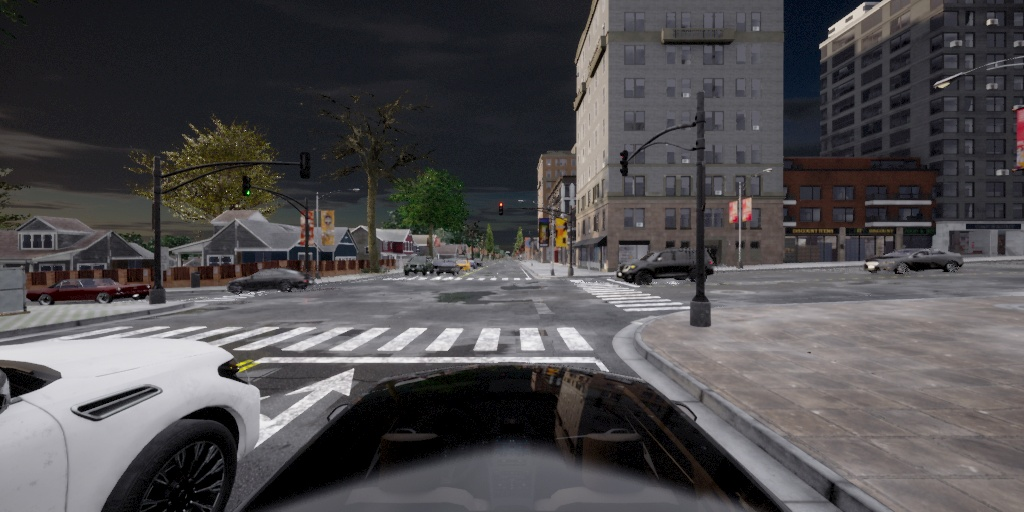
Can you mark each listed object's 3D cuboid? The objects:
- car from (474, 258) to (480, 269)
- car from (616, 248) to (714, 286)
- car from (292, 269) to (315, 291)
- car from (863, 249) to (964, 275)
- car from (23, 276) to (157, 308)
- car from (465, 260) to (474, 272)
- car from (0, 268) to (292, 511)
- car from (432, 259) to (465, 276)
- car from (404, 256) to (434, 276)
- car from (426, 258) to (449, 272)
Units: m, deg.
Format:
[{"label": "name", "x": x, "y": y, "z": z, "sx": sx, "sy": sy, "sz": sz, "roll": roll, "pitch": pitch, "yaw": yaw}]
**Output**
[{"label": "car", "x": -6.646, "y": 1.333, "z": 57.029, "sx": 1.812, "sy": 1.442, "sz": 4.674, "roll": 0, "pitch": 0, "yaw": 0}, {"label": "car", "x": 9.193, "y": 0.632, "z": 21.660, "sx": 5.566, "sy": 2.045, "sz": 2.150, "roll": -2, "pitch": 0, "yaw": -5}, {"label": "car", "x": -14.350, "y": 1.468, "z": 21.474, "sx": 4.674, "sy": 1.442, "sz": 1.812, "roll": -2, "pitch": 0, "yaw": 0}, {"label": "car", "x": 24.428, "y": 0.320, "z": 21.929, "sx": 4.902, "sy": 1.511, "sz": 2.128, "roll": -2, "pitch": 0, "yaw": 0}, {"label": "car", "x": -21.640, "y": 1.806, "z": 18.534, "sx": 4.718, "sy": 1.301, "sz": 1.895, "roll": -2, "pitch": 0, "yaw": 0}, {"label": "car", "x": -6.643, "y": 1.261, "z": 47.692, "sx": 1.882, "sy": 1.535, "sz": 5.008, "roll": 0, "pitch": 0, "yaw": 0}, {"label": "car", "x": -3.145, "y": 0.972, "z": 0.558, "sx": 2.150, "sy": 2.045, "sz": 5.566, "roll": 0, "pitch": 0, "yaw": 0}, {"label": "car", "x": -6.633, "y": 1.316, "z": 37.900, "sx": 2.033, "sy": 1.411, "sz": 5.357, "roll": 0, "pitch": 0, "yaw": 0}, {"label": "car", "x": -9.880, "y": 0.991, "z": 38.593, "sx": 2.150, "sy": 2.045, "sz": 5.566, "roll": 0, "pitch": 0, "yaw": 0}, {"label": "car", "x": -9.890, "y": 1.136, "z": 48.065, "sx": 2.097, "sy": 1.767, "sz": 4.553, "roll": 0, "pitch": 0, "yaw": 0}]
